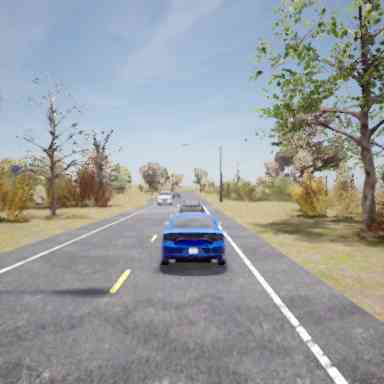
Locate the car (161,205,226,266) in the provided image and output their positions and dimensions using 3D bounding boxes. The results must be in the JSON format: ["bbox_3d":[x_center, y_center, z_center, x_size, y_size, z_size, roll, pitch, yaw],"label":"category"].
[{"bbox_3d":[0.048,1.414,11.324,1.882,1.535,5.008,0,0,0],"label":"car"}]

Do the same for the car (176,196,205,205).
[{"bbox_3d":[-0.014,1.342,26.783,2.128,1.511,4.902,0,0,0],"label":"car"}]

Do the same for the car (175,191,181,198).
[{"bbox_3d":[-3.763,0.656,79.519,2.097,1.767,4.553,0,0,-2],"label":"car"}]

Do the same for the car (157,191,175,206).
[{"bbox_3d":[-3.980,0.924,49.662,2.150,2.045,5.566,0,0,-3],"label":"car"}]
